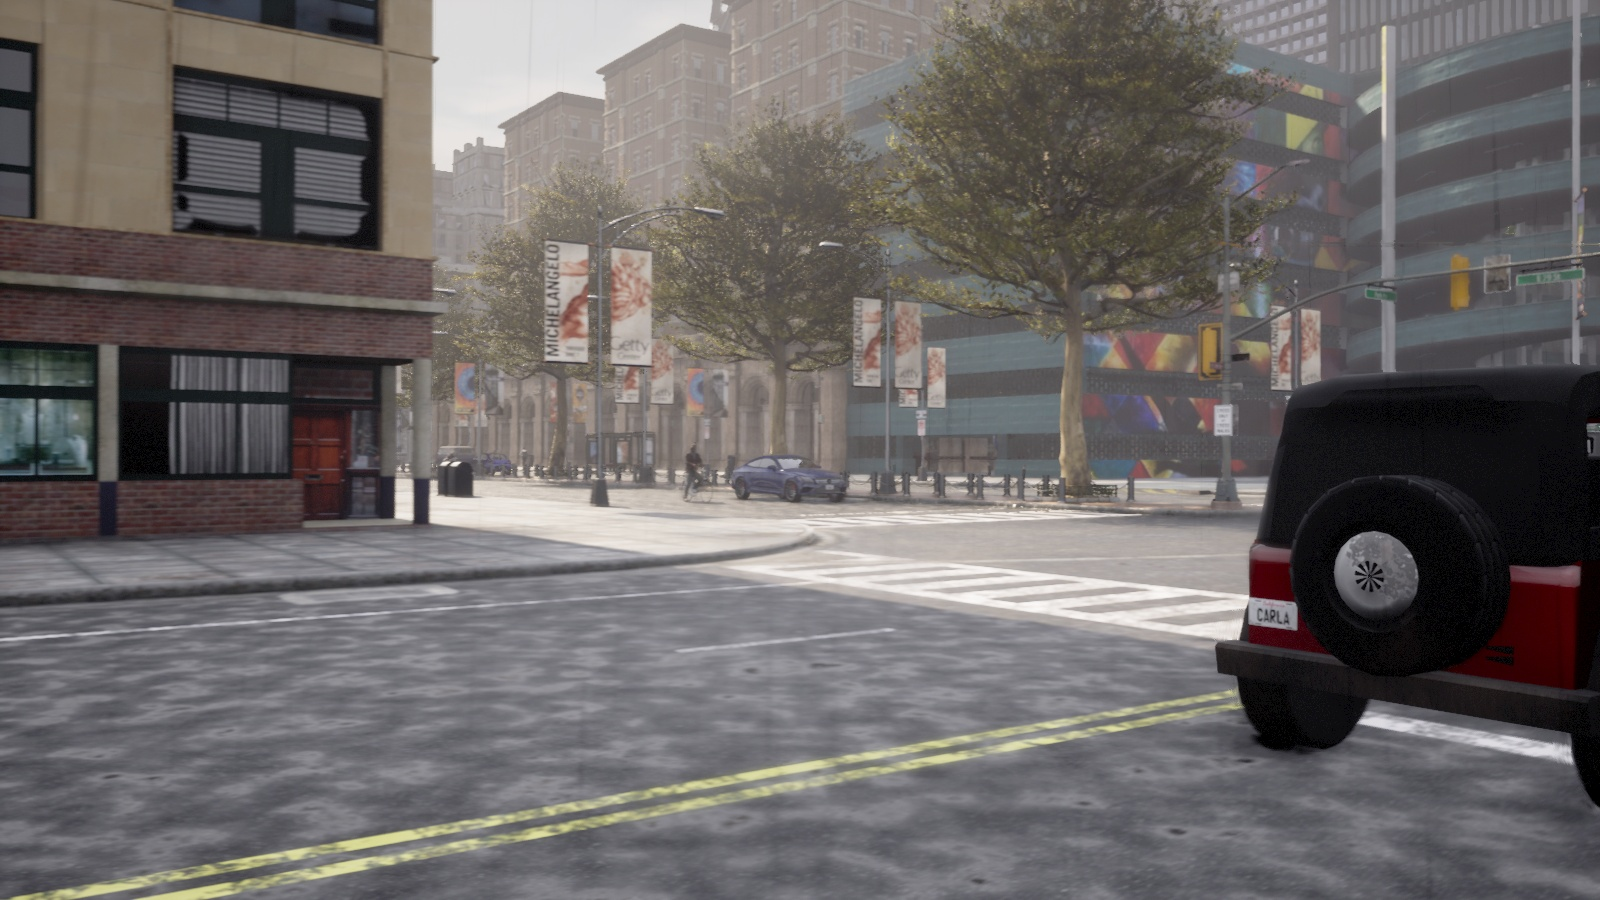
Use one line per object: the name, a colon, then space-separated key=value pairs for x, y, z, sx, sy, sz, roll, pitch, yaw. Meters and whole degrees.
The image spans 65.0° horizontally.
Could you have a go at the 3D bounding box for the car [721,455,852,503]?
car: x=-0.506 y=0.868 z=39.621 sx=1.812 sy=1.442 sz=4.674 roll=0 pitch=0 yaw=-35

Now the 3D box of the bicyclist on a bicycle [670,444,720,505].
bicyclist on a bicycle: x=-3.134 y=0.713 z=37.318 sx=0.659 sy=1.776 sz=1.843 roll=0 pitch=0 yaw=-35

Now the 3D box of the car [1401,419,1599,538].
car: x=13.969 y=0.489 z=22.637 sx=5.566 sy=2.045 sz=2.150 roll=0 pitch=0 yaw=28

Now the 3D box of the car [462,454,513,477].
car: x=-20.391 y=1.001 z=81.869 sx=1.816 sy=1.474 sz=4.193 roll=0 pitch=0 yaw=-35

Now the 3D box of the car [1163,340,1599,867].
car: x=3.877 y=0.548 z=6.358 sx=3.866 sy=1.878 sz=1.905 roll=0 pitch=0 yaw=-35
